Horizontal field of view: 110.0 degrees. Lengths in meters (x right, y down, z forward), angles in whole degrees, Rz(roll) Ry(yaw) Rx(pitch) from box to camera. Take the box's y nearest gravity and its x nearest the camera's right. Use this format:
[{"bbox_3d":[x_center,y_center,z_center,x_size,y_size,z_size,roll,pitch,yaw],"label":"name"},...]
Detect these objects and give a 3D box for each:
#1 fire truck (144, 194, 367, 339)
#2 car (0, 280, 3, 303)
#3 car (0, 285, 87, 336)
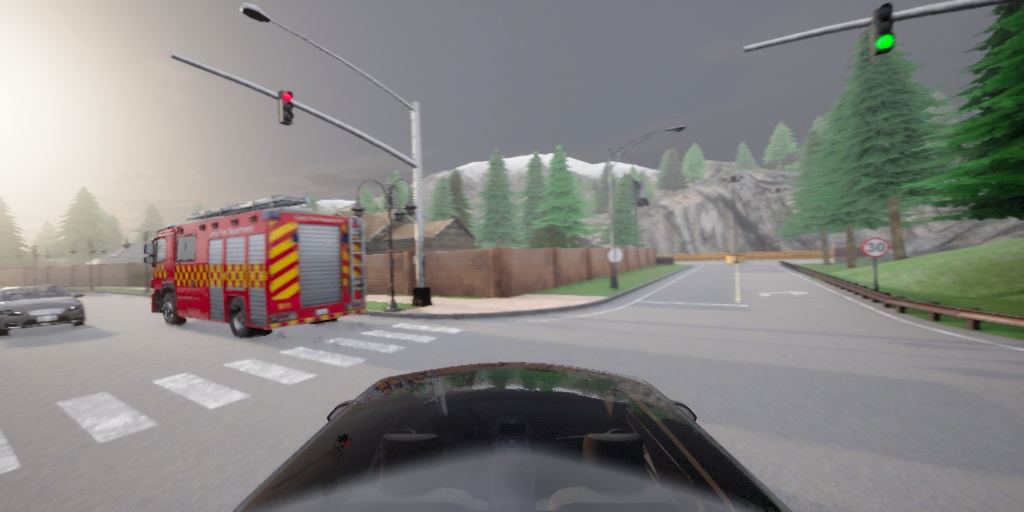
[{"bbox_3d":[-8.795,0.381,12.056,8.468,3.827,2.891,-2,0,31],"label":"fire truck"},{"bbox_3d":[-36.430,2.457,24.203,5.008,1.535,1.882,-2,0,29],"label":"car"},{"bbox_3d":[-17.045,1.811,12.780,4.902,1.511,2.128,-2,0,31],"label":"car"}]
